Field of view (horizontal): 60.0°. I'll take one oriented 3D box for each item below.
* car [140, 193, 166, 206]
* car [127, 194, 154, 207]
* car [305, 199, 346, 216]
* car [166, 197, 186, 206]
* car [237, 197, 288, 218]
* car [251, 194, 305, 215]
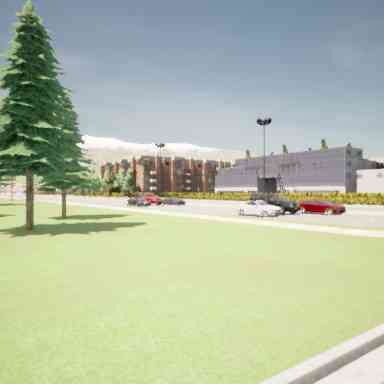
[{"bbox_3d":[-6.978,1.202,54.413,2.150,2.045,5.566,0,0,-35],"label":"car"},{"bbox_3d":[-8.138,1.475,49.995,2.128,1.511,4.902,0,0,-35],"label":"car"},{"bbox_3d":[12.745,1.454,33.138,1.882,1.535,5.008,0,0,-36],"label":"car"},{"bbox_3d":[-3.120,1.524,55.020,2.033,1.411,5.357,0,0,-35],"label":"car"},{"bbox_3d":[6.081,1.508,30.423,1.812,1.442,4.674,0,0,-36],"label":"car"},{"bbox_3d":[8.130,1.200,33.516,2.150,2.045,5.566,0,0,-36],"label":"car"}]
